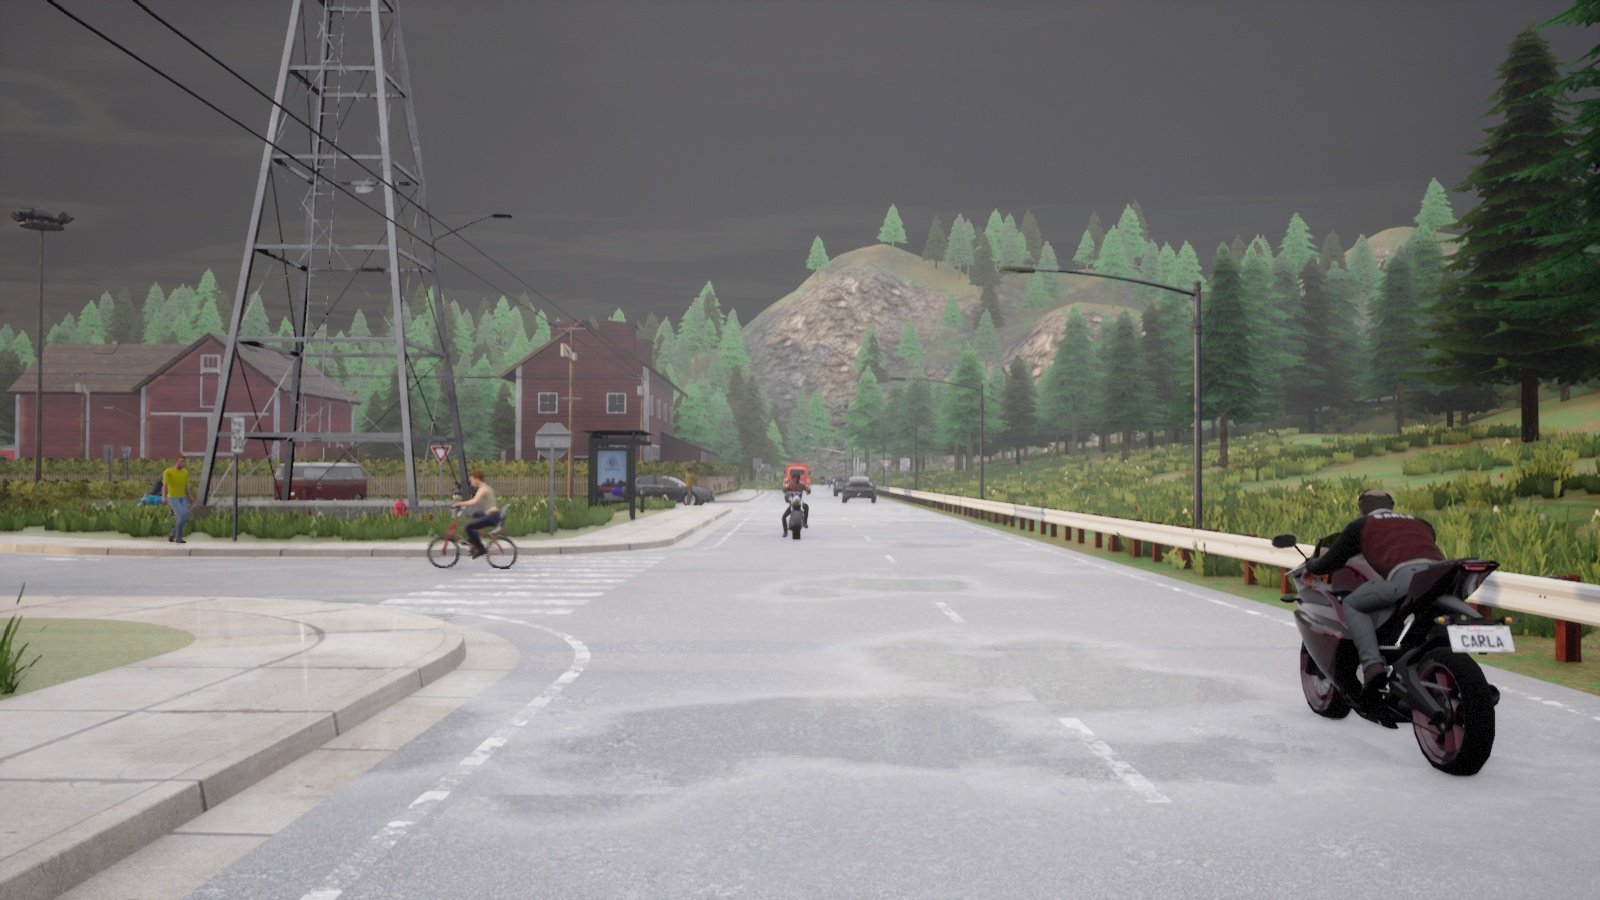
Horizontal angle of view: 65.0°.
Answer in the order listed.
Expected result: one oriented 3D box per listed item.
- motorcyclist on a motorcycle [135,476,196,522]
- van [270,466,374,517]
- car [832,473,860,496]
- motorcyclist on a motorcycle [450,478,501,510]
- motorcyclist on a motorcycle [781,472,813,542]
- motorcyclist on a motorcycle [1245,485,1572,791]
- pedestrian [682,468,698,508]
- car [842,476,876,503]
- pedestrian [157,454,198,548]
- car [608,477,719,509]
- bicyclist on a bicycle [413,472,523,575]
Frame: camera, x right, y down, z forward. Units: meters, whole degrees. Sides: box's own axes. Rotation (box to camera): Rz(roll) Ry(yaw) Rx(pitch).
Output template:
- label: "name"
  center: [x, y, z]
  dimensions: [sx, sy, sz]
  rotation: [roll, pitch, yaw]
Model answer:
- label: "motorcyclist on a motorcycle"
  center: [-22.832, 1.750, 45.170]
  dimensions: [1.817, 1.590, 0.866]
  rotation: [1, -1, -38]
- label: "van"
  center: [-19.517, 1.662, 51.490]
  dimensions: [1.775, 1.987, 4.442]
  rotation: [0, -1, 14]
- label: "car"
  center: [3.291, 2.474, 90.290]
  dimensions: [1.851, 1.617, 3.988]
  rotation: [0, -1, 0]
- label: "motorcyclist on a motorcycle"
  center: [-15.427, 2.087, 59.745]
  dimensions: [2.191, 1.530, 0.866]
  rotation: [0, -1, 0]
- label: "motorcyclist on a motorcycle"
  center: [-0.072, 1.377, 30.981]
  dimensions: [0.766, 1.649, 2.350]
  rotation: [0, -1, 0]
- label: "motorcyclist on a motorcycle"
  center: [3.483, 0.987, 7.490]
  dimensions: [0.866, 1.530, 2.191]
  rotation: [0, -1, 0]
- label: "pedestrian"
  center: [-5.054, 1.756, 57.681]
  dimensions: [0.709, 1.840, 0.431]
  rotation: [0, -1, -11]
- label: "car"
  center: [3.353, 2.192, 70.481]
  dimensions: [1.837, 1.490, 4.892]
  rotation: [0, -1, 3]
- label: "pedestrian"
  center: [-12.308, 1.011, 24.824]
  dimensions: [0.706, 1.836, 0.354]
  rotation: [-1, -1, 25]
- label: "car"
  center: [-6.437, 2.015, 59.462]
  dimensions: [4.892, 1.490, 1.837]
  rotation: [0, -1, 7]
- label: "bicyclist on a bicycle"
  center: [-5.359, 1.176, 20.311]
  dimensions: [1.509, 1.612, 0.866]
  rotation: [0, 0, 5]
